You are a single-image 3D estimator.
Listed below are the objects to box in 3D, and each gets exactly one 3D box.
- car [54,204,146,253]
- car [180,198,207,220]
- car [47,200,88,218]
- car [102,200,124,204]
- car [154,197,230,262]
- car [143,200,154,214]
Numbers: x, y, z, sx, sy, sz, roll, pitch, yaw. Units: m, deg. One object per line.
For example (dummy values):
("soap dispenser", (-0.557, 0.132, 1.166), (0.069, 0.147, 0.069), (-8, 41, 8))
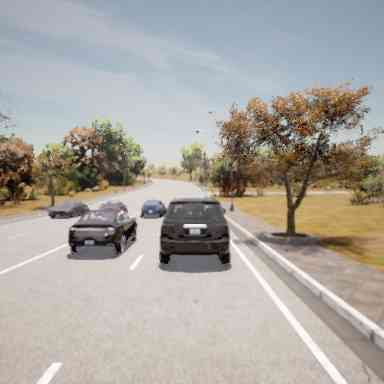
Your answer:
("car", (-3.408, 1.459, 13.473), (2.128, 1.511, 4.902), (0, 0, 0))
("car", (0.090, 1.380, 28.741), (2.128, 1.511, 4.902), (0, 1, 0))
("car", (-10.602, 1.432, 28.953), (2.033, 1.411, 5.357), (0, 1, 0))
("car", (-7.101, 1.428, 29.851), (1.994, 1.385, 4.181), (0, 1, 0))
("car", (0.089, 1.195, 12.051), (2.150, 2.045, 5.566), (0, 0, 0))
("car", (-3.408, 1.394, 29.674), (1.812, 1.442, 4.674), (0, 1, 0))
